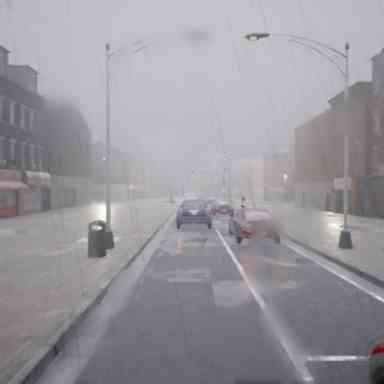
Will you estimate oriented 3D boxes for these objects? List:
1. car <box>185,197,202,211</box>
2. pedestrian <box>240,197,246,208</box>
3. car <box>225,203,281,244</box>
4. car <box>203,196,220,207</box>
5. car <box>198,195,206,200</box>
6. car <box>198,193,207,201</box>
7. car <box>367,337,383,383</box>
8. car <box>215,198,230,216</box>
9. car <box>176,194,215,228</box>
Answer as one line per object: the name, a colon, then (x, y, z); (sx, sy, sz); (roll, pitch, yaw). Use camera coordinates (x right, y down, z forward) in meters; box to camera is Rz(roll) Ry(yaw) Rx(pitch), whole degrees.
car: (0.144, 1.343, 38.015); (1.812, 1.442, 4.674); (0, 0, 0)
pedestrian: (2.762, 1.186, 18.060); (0.375, 1.860, 0.375); (-1, 1, 0)
car: (2.760, 1.433, 15.233); (1.812, 1.442, 4.674); (0, 0, 0)
car: (2.659, 1.354, 46.582); (2.008, 1.369, 4.403); (-1, 0, 0)
car: (2.684, 1.422, 89.410); (2.008, 1.369, 4.403); (-1, 0, 0)
car: (2.676, 1.164, 84.123); (2.192, 1.841, 5.009); (-1, 0, 0)
car: (2.629, 1.428, 1.576); (1.967, 1.590, 4.097); (-1, 0, 0)
car: (2.648, 1.386, 29.705); (1.887, 1.381, 4.507); (-1, 0, 0)
car: (0.116, 1.229, 21.202); (2.097, 1.767, 4.553); (0, 0, 0)
